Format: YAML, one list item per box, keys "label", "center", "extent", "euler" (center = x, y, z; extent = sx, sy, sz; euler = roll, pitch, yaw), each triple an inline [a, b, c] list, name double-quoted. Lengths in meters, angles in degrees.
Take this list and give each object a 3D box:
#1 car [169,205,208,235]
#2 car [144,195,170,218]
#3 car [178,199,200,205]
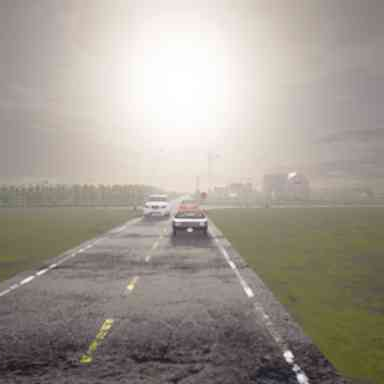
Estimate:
- label: "car"
  center: [-0.133, 1.640, 19.047]
  extent: [1.895, 1.301, 4.718]
  euler: [0, 0, -1]
- label: "car"
  center: [-3.227, 1.294, 31.686]
  extent: [2.150, 2.045, 5.566]
  euler: [0, 0, 0]
- label: "car"
  center: [-0.317, 1.433, 33.230]
  extent: [2.097, 1.767, 4.553]
  euler: [0, 0, -1]
